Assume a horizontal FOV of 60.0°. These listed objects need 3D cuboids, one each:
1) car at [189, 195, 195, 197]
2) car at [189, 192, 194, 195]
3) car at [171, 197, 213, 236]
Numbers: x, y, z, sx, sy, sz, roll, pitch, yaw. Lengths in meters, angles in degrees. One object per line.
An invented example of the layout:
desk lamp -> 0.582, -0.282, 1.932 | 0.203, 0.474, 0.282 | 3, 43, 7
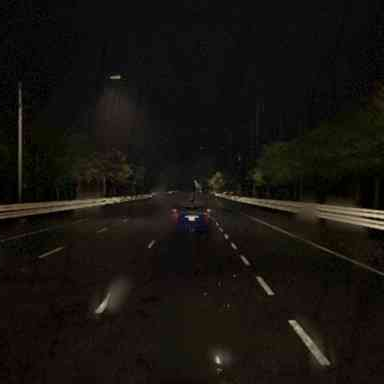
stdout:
car -> -0.022, 1.588, 55.724 | 1.895, 1.301, 4.718 | 0, 0, 0
car -> -0.037, 1.384, 95.420 | 1.994, 1.385, 4.181 | 0, 0, 0
car -> -0.009, 1.363, 18.525 | 2.097, 1.767, 4.553 | 0, 0, 0
